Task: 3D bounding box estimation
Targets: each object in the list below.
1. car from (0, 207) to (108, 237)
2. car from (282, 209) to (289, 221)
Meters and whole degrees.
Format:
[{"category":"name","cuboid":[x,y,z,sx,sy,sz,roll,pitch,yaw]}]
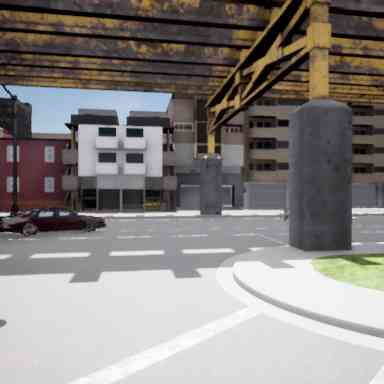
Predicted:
[{"category":"car","cuboid":[-7.388,1.532,17.898,5.357,1.411,2.033,0,0,-33]},{"category":"car","cuboid":[8.949,1.485,23.931,4.902,1.511,2.128,0,0,-9]}]
